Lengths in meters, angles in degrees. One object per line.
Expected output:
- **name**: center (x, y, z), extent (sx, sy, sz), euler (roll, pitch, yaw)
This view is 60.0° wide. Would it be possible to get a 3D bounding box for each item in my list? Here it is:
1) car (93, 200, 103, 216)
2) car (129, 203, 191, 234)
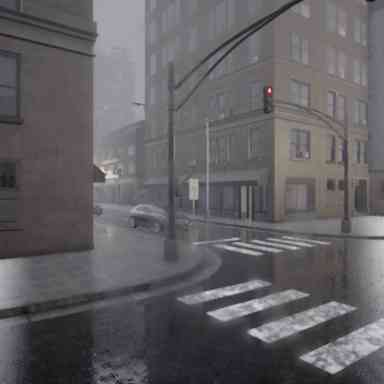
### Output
- **car**: center (-9.570, 1.185, 29.470), extent (2.097, 1.767, 4.553), euler (0, 0, -36)
- **car**: center (-1.946, 1.409, 18.819), extent (1.837, 1.490, 4.892), euler (0, 0, -36)
